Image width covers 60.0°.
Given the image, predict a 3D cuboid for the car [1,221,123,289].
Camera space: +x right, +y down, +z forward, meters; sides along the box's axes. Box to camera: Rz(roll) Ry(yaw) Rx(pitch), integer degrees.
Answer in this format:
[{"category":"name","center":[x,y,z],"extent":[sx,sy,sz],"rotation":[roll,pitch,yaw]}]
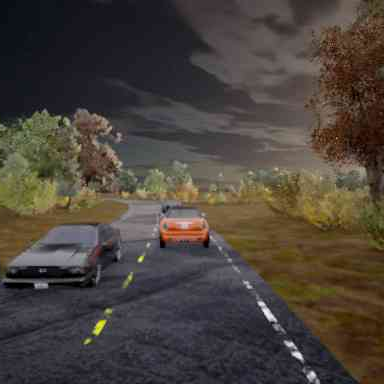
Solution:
[{"category":"car","center":[-3.244,1.589,9.634],"extent":[2.033,1.411,5.357],"rotation":[0,0,-2]}]

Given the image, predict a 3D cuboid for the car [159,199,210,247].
[{"category":"car","center":[-0.409,1.411,15.590],"extent":[2.097,1.767,4.553],"rotation":[0,0,-3]}]

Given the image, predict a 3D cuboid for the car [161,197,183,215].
[{"category":"car","center":[-2.230,1.490,36.062],"extent":[2.097,1.767,4.553],"rotation":[0,0,-7]}]
